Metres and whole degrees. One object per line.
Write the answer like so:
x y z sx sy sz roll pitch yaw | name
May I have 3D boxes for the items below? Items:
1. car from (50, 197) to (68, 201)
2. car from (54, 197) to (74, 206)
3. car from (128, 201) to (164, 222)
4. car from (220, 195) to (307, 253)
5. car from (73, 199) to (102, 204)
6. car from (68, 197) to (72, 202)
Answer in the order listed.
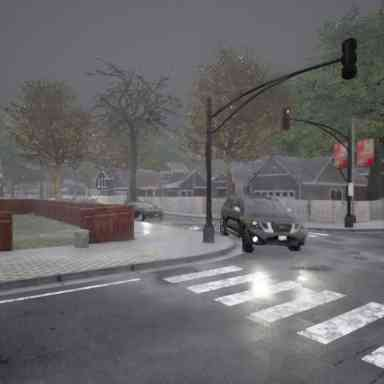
-20.649 1.604 50.552 1.812 1.442 4.674 0 -1 -35 | car
-22.218 1.598 57.493 2.128 1.511 4.902 0 0 -36 | car
-4.111 1.505 27.208 1.882 1.535 5.008 0 0 -35 | car
2.730 1.193 14.151 2.150 2.045 5.566 2 0 -9 | car
-11.397 1.537 37.431 2.128 1.511 4.902 0 0 -35 | car
-16.569 1.651 49.678 1.994 1.385 4.181 0 0 -35 | car
